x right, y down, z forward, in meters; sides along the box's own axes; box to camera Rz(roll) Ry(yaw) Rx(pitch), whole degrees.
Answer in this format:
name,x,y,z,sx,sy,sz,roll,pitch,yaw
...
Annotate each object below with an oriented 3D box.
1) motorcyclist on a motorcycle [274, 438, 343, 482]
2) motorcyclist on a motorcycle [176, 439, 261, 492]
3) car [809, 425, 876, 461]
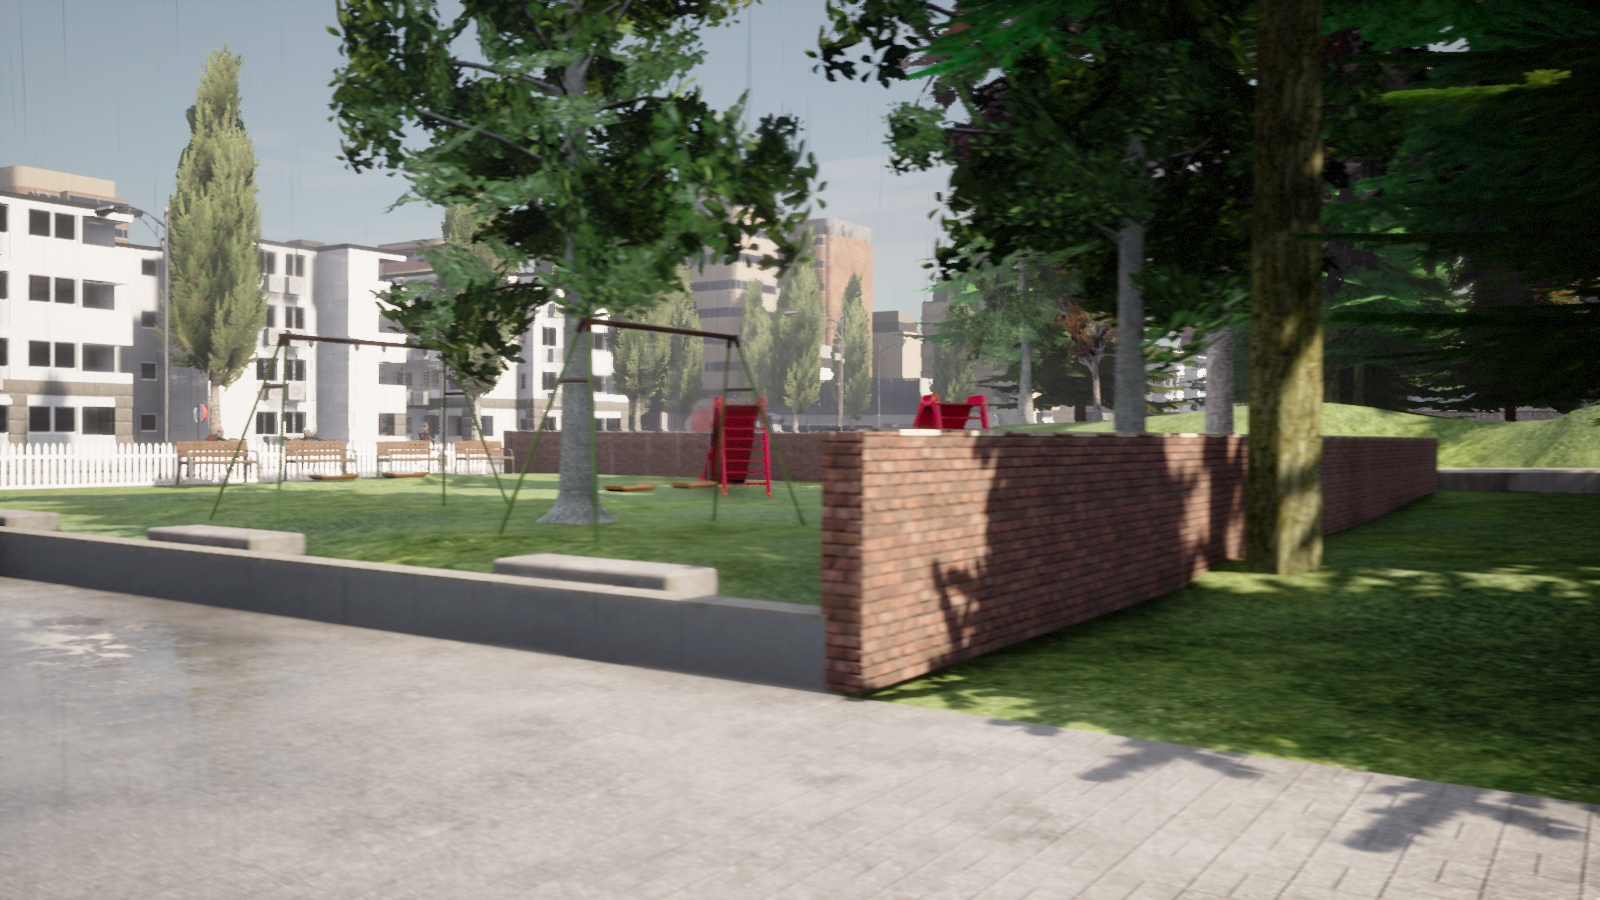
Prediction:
name,x,y,z,sx,sy,sz,roll,pitch,yaw
motorcyclist on a motorcycle,-17.801,0.351,45.508,0.866,1.530,2.191,0,1,34
motorcyclist on a motorcycle,-17.755,0.443,38.372,0.866,1.530,2.191,0,1,34
car,2.353,-0.390,68.550,1.905,1.878,3.866,0,1,34
